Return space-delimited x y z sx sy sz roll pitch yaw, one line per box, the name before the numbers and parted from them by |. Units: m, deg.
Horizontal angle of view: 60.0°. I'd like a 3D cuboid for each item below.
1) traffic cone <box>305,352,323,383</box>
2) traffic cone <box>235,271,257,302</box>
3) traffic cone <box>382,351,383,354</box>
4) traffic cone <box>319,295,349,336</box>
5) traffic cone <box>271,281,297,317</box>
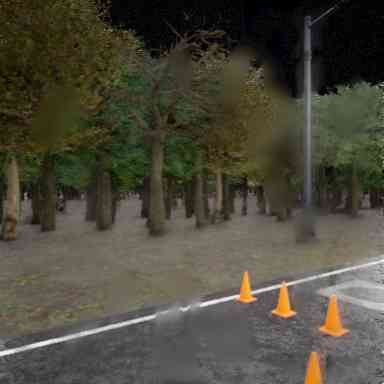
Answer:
traffic cone | 1.276 1.970 3.471 0.340 0.580 0.340 0 0 -36
traffic cone | 1.153 1.982 7.076 0.340 0.580 0.340 0 0 -36
traffic cone | 2.901 1.979 4.638 0.340 0.580 0.340 0 0 -36
traffic cone | 2.318 1.980 5.450 0.340 0.580 0.340 0 0 -36
traffic cone | 1.736 1.981 6.263 0.340 0.580 0.340 0 0 -36
